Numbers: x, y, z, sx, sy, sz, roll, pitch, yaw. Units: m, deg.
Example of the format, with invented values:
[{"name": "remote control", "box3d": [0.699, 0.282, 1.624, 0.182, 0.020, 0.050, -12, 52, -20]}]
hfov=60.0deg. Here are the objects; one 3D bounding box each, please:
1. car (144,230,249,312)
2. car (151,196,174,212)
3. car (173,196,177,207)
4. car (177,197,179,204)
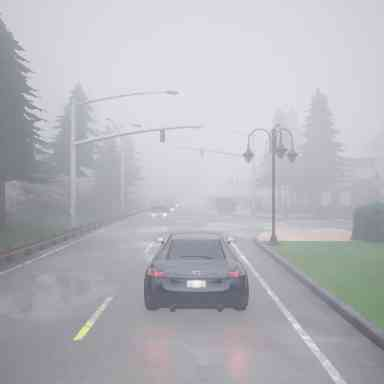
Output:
[{"name": "car", "box3d": [0.086, 1.564, 7.782, 1.994, 1.385, 4.181, 0, 0, 0]}, {"name": "car", "box3d": [-3.556, 1.547, 38.493, 2.033, 1.411, 5.357, 0, 0, 0]}, {"name": "car", "box3d": [-3.542, 1.478, 48.345, 1.882, 1.535, 5.008, 0, 0, 0]}, {"name": "car", "box3d": [-3.482, 1.504, 63.307, 1.837, 1.490, 4.892, 0, 0, 0]}]
